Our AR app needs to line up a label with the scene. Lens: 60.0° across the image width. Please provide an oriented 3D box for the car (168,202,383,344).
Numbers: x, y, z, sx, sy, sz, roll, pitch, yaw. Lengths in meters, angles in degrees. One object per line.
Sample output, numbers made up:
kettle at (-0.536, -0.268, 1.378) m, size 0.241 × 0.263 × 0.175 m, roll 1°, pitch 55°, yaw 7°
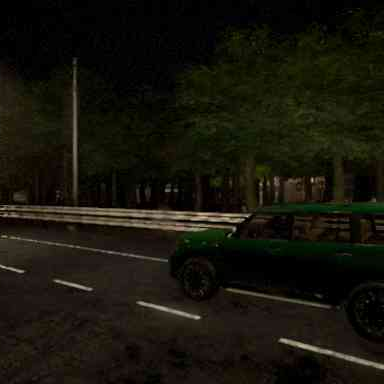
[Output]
car at (2.113, 1.224, 6.660) m, size 5.566 × 2.045 × 2.150 m, roll 0°, pitch 0°, yaw 35°
